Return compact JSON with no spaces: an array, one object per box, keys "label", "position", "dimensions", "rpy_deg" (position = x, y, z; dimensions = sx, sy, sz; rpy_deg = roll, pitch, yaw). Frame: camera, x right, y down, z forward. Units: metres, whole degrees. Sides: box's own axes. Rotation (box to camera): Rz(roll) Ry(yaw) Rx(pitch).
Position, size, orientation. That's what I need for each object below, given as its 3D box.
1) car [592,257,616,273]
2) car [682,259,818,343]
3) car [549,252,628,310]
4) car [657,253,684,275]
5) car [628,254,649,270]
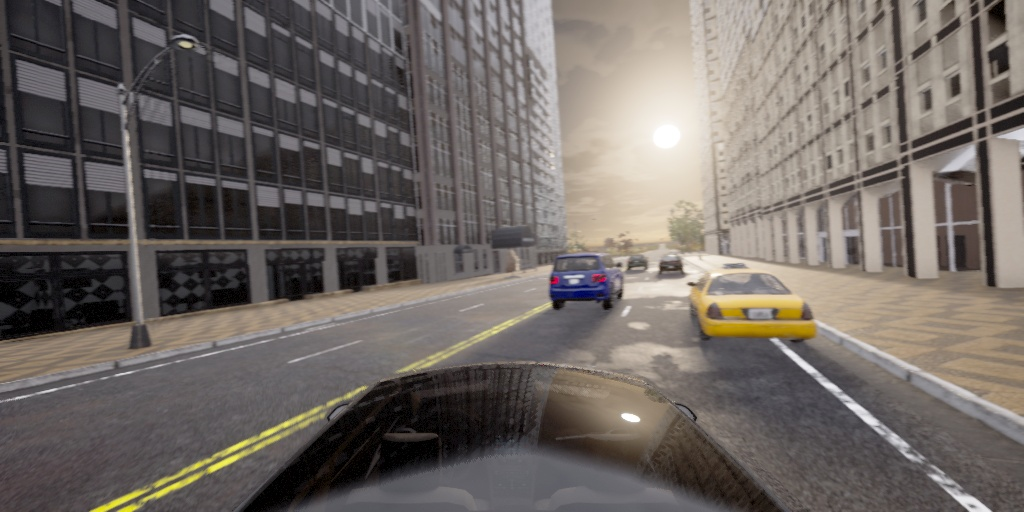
[{"label":"car","position":[10.391,0.960,40.079],"dimensions":[1.812,1.442,4.674],"rpy_deg":[-4,-1,23]},{"label":"car","position":[5.301,0.933,8.573],"dimensions":[1.801,1.575,5.366],"rpy_deg":[-4,-1,23]},{"label":"car","position":[3.125,0.889,14.403],"dimensions":[2.150,2.045,5.566],"rpy_deg":[-4,0,23]},{"label":"car","position":[13.216,0.646,29.855],"dimensions":[1.882,1.535,5.008],"rpy_deg":[-4,0,24]},{"label":"car","position":[13.931,0.559,39.667],"dimensions":[2.097,1.767,4.553],"rpy_deg":[-4,-1,23]}]
